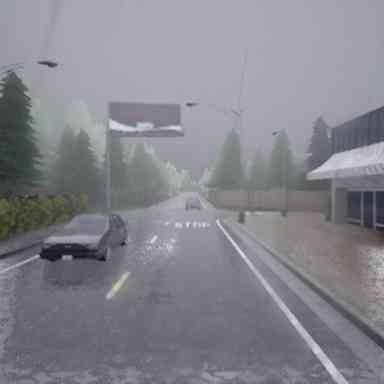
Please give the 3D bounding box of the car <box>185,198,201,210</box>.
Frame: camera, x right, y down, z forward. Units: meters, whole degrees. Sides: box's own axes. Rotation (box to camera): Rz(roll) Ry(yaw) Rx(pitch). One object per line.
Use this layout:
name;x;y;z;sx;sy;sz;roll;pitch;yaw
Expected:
car;0.142;1.388;40.445;2.033;1.411;5.357;0;2;0

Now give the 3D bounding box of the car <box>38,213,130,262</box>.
car;-3.562;1.480;12.188;2.033;1.411;5.357;0;0;0
